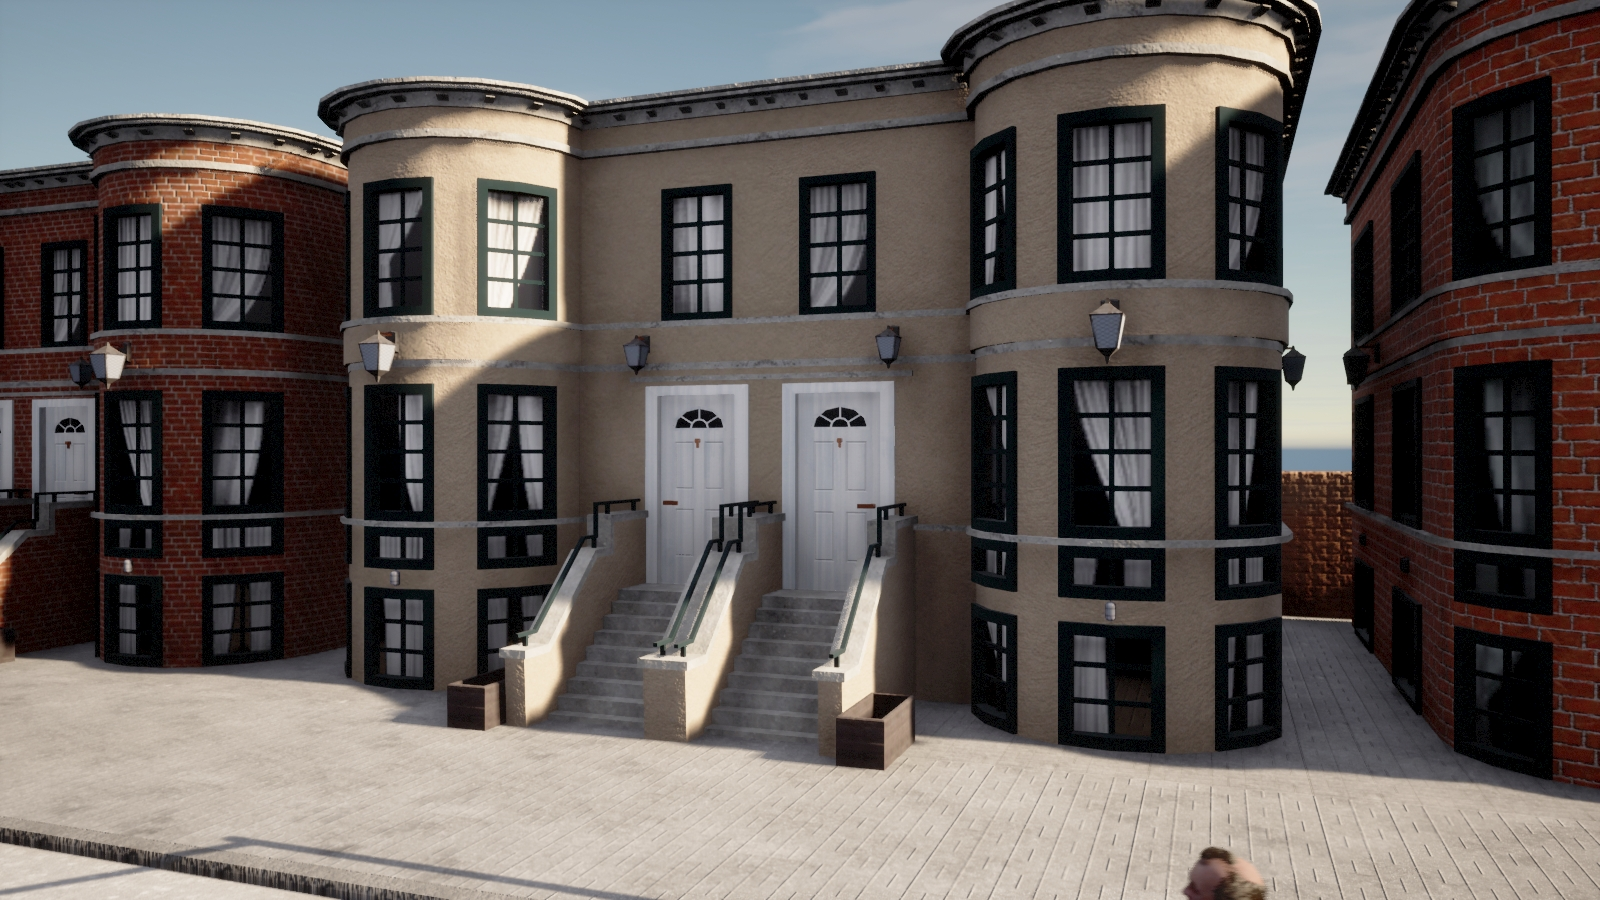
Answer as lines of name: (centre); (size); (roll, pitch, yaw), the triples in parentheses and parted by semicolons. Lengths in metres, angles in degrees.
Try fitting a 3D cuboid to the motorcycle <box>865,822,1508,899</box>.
motorcycle: (1.155, 1.962, 3.412); (1.805, 1.236, 0.856); (0, 0, 20)
